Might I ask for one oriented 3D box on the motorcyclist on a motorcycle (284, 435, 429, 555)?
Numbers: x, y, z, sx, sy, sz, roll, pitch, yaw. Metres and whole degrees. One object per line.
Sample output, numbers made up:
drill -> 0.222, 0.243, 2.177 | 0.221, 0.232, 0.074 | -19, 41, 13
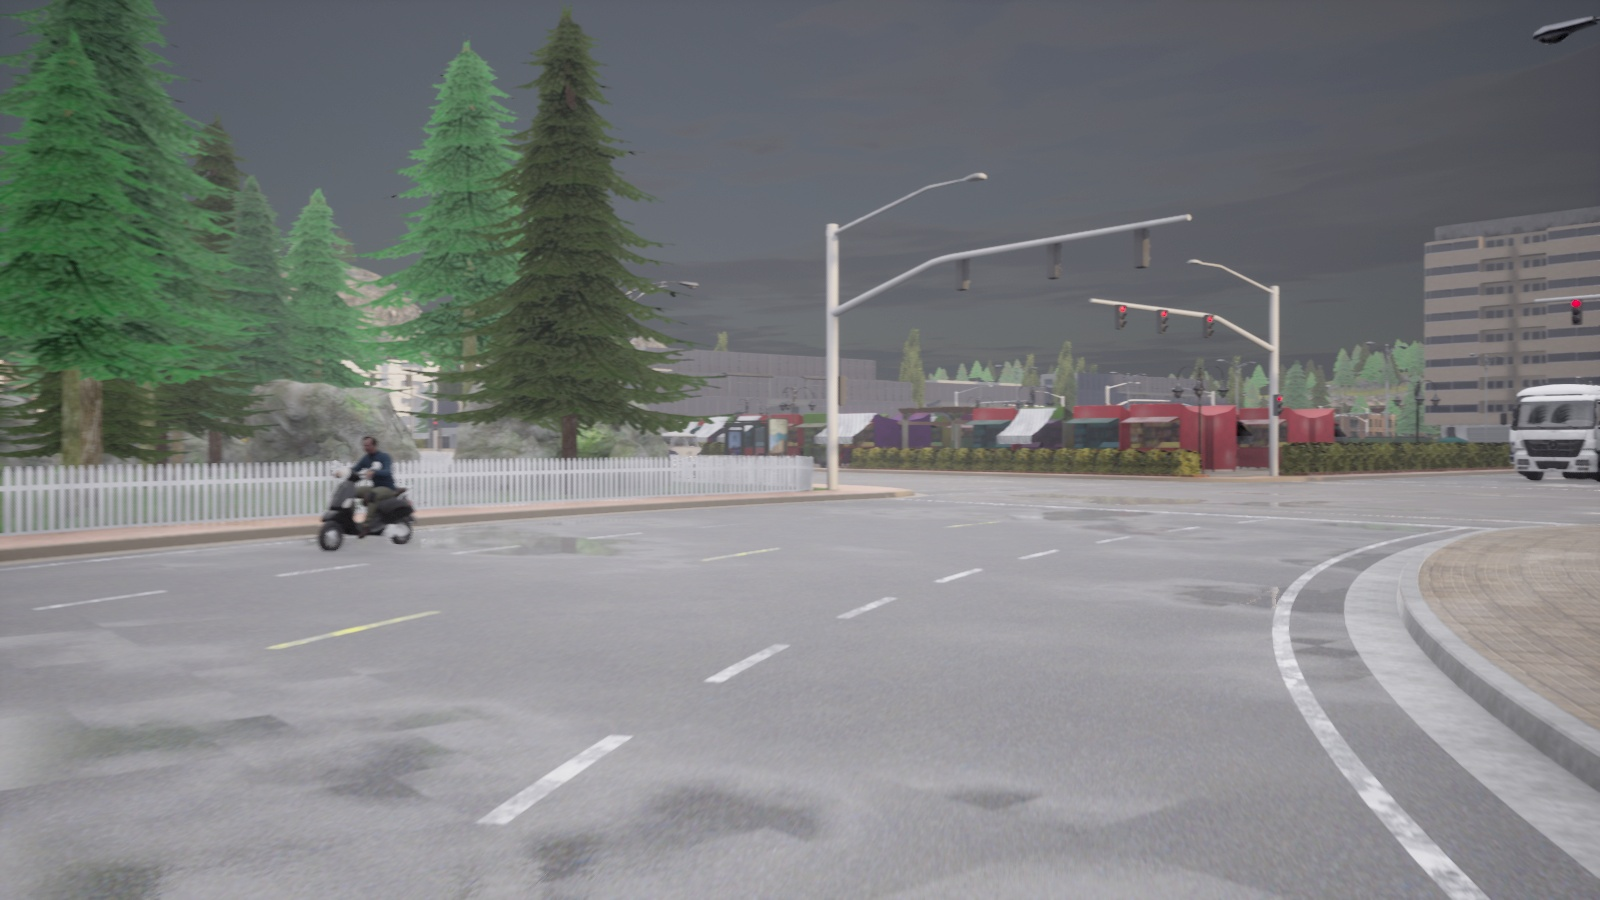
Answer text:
motorcyclist on a motorcycle -> -6.168, 0.588, 17.571 | 0.866, 1.590, 1.817 | 1, 1, 26

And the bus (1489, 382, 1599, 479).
bus -> 37.050, -0.892, 59.863 | 10.273, 4.253, 3.944 | 0, 0, -40

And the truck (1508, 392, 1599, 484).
truck -> 31.774, -0.456, 50.763 | 7.936, 3.462, 2.891 | 0, 0, -40

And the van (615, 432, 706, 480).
van -> -6.107, 0.232, 54.706 | 1.775, 1.987, 4.442 | 0, 0, -40
